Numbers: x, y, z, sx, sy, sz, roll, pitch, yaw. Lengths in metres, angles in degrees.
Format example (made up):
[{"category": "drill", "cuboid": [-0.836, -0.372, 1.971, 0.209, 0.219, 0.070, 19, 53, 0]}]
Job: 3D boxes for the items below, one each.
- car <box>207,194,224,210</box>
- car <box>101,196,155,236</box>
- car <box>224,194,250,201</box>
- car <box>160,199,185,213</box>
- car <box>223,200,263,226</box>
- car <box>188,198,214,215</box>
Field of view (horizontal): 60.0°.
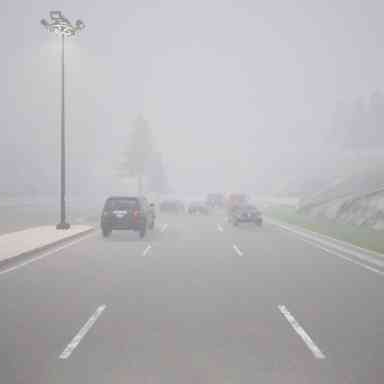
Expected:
[{"category": "car", "cuboid": [3.313, 1.221, 44.142, 2.150, 2.045, 5.566, 0, 0, 16]}, {"category": "car", "cuboid": [-3.398, 1.221, 18.378, 2.150, 2.045, 5.566, 0, 0, 0]}, {"category": "car", "cuboid": [5.615, 1.219, 39.457, 2.150, 2.045, 5.566, 0, 0, 15]}, {"category": "car", "cuboid": [-2.115, 1.478, 36.975, 1.882, 1.535, 5.008, 0, 0, 11]}, {"category": "car", "cuboid": [3.630, 1.547, 23.342, 2.033, 1.411, 5.357, 0, 0, 1]}, {"category": "car", "cuboid": [0.868, 1.601, 34.068, 1.895, 1.301, 4.718, 0, 0, 8]}]
